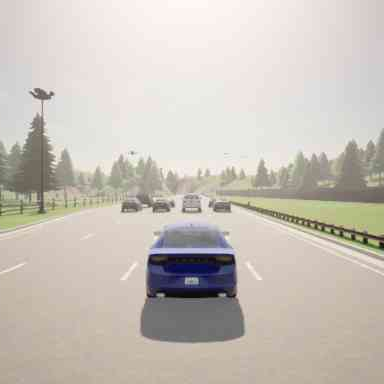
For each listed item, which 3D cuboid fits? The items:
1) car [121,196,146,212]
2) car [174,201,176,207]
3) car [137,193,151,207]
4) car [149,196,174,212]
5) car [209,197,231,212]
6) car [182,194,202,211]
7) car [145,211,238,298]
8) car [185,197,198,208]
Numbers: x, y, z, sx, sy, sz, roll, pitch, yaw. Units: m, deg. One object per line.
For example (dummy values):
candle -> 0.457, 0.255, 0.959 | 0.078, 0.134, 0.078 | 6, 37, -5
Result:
car -> -7.042, 1.504, 39.157 | 1.837, 1.490, 4.892 | 0, 0, 0
car -> -3.553, 1.563, 49.580 | 1.994, 1.385, 4.181 | 0, 0, 0
car -> -7.053, 1.220, 49.607 | 2.150, 2.045, 5.566 | 0, 0, 0
car -> -3.542, 1.504, 39.161 | 1.837, 1.490, 4.892 | 0, 0, 0
car -> 3.458, 1.491, 39.168 | 2.128, 1.511, 4.902 | 0, 0, 0
car -> -0.042, 1.221, 39.195 | 2.150, 2.045, 5.566 | 0, 0, 0
car -> -0.009, 1.478, 8.556 | 1.882, 1.535, 5.008 | 0, 0, 0
car -> -0.053, 1.476, 49.584 | 1.882, 1.535, 5.008 | 0, 0, 0
